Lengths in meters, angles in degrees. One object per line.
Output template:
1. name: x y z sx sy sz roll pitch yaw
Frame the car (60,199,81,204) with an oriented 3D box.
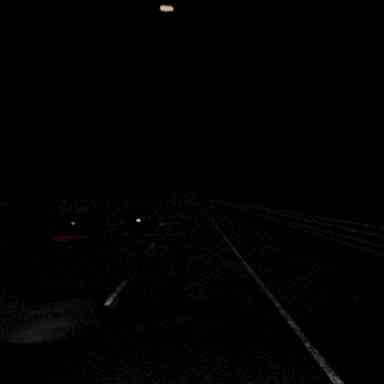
1. car: -21.022 1.961 59.118 2.097 1.767 4.553 0 -1 1

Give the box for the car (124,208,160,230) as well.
1. car: -3.396 1.797 23.127 1.994 1.385 4.181 0 -1 0

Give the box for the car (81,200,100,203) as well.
1. car: -17.530 2.086 59.059 1.882 1.535 5.008 0 -1 1

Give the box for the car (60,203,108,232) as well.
1. car: -6.897 1.696 21.772 1.882 1.535 5.008 0 -1 0

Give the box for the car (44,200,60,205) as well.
1. car: -24.516 2.103 59.032 2.128 1.511 4.902 0 -1 1

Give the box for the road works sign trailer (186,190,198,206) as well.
1. road works sign trailer: 0.011 1.195 70.770 2.380 3.560 2.880 0 -1 0
